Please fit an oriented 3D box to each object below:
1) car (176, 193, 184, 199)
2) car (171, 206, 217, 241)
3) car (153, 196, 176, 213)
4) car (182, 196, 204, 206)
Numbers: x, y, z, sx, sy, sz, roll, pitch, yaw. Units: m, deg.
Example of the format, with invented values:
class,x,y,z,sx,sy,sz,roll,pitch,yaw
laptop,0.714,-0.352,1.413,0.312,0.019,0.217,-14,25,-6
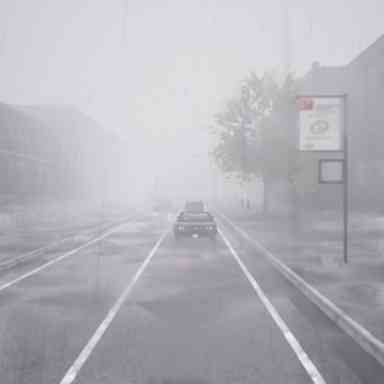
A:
class,x,y,z,sx,sy,sz,roll,pitch,yaw
car,-2.729,1.001,76.533,1.994,1.385,4.181,0,0,0
car,0.157,1.580,16.510,1.895,1.301,4.718,0,0,0
car,-2.972,1.356,35.125,1.837,1.490,4.892,0,1,0
car,0.222,1.331,34.826,1.882,1.535,5.008,0,1,0
